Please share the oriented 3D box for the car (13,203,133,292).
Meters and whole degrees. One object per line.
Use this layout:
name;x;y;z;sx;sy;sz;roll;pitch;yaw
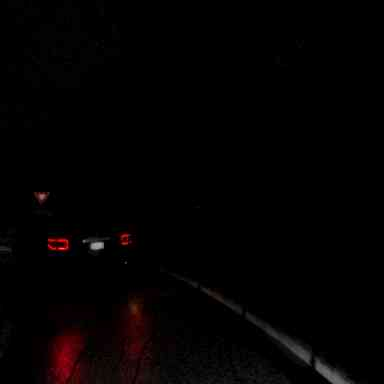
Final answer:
car;-3.651;1.349;9.701;2.150;2.045;5.566;0;-1;-34
